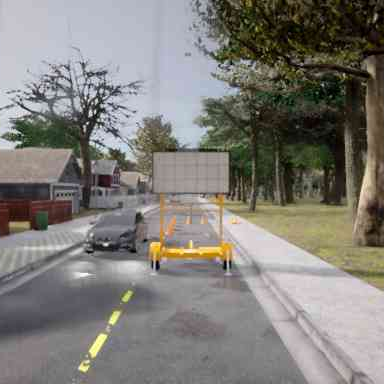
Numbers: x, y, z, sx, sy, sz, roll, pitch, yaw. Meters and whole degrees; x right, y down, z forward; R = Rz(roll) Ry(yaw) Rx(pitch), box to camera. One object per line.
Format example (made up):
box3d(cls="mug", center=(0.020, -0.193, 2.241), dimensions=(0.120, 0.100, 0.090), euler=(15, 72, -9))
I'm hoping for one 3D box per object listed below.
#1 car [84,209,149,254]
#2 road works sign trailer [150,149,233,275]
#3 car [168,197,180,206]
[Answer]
box3d(cls="car", center=(-2.879, 1.502, 13.508), dimensions=(1.837, 1.490, 4.892), euler=(0, 0, 0))
box3d(cls="road works sign trailer", center=(-0.022, 0.462, 10.375), dimensions=(2.380, 3.560, 2.880), euler=(0, 0, 0))
box3d(cls="car", center=(-2.954, 1.537, 56.922), dimensions=(1.812, 1.442, 4.674), euler=(0, 0, 0))
